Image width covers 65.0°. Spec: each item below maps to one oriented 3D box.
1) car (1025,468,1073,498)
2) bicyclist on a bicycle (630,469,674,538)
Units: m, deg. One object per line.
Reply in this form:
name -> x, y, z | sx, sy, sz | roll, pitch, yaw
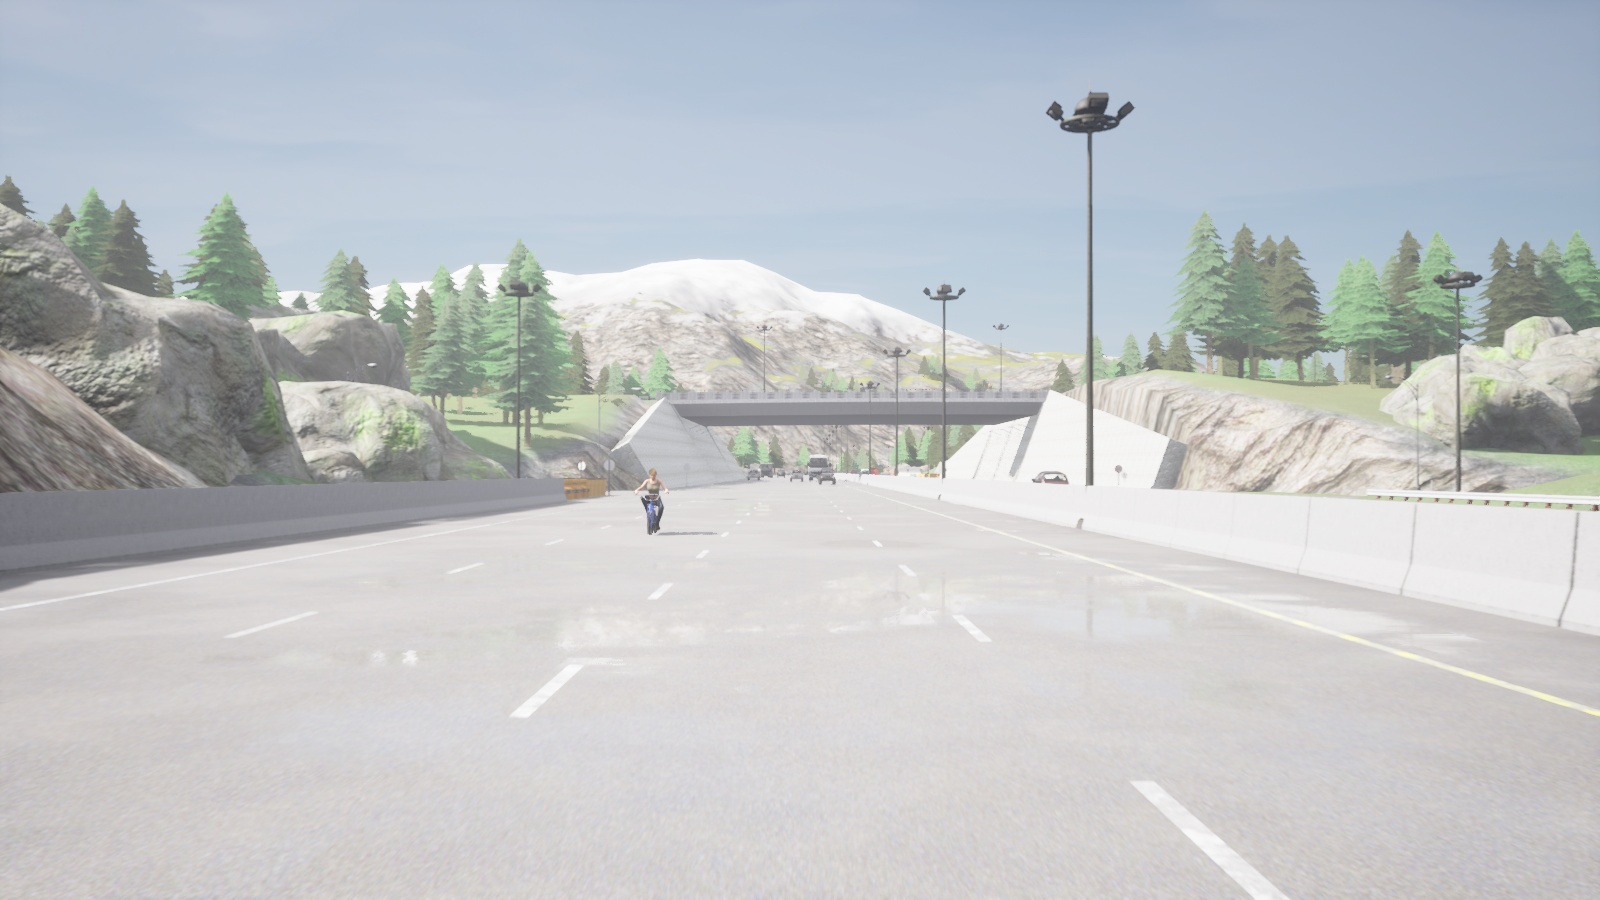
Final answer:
car -> 13.830, 1.826, 69.815 | 1.851, 1.617, 3.988 | 0, -1, 0
bicyclist on a bicycle -> -3.568, 1.275, 30.420 | 0.866, 1.612, 1.509 | 0, -1, 0
